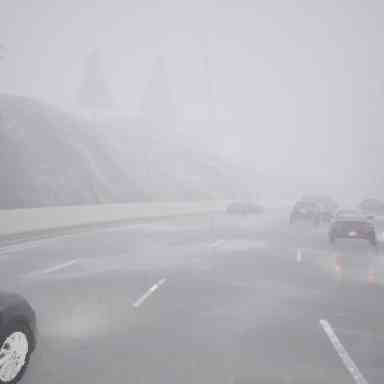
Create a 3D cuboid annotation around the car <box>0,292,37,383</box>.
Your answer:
[{"bbox_3d":[-3.040,1.497,2.407,1.837,1.490,4.892,0,0,4],"label":"car"}]

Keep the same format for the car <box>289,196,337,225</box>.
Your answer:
[{"bbox_3d":[8.903,1.406,24.641,2.097,1.767,4.553,0,0,36],"label":"car"}]

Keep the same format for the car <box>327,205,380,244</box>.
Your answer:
[{"bbox_3d":[7.673,1.568,16.018,1.812,1.442,4.674,0,0,24],"label":"car"}]

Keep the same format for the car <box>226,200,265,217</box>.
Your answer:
[{"bbox_3d":[5.193,1.540,31.614,2.128,1.511,4.902,0,0,40],"label":"car"}]

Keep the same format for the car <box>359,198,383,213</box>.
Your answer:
[{"bbox_3d":[20.257,1.459,37.029,2.097,1.767,4.553,0,0,45],"label":"car"}]
